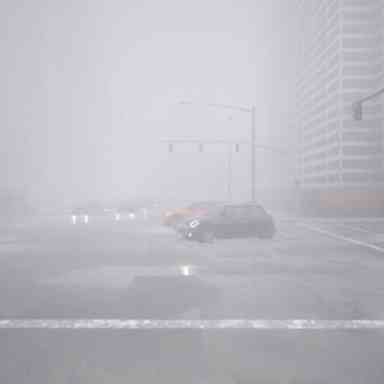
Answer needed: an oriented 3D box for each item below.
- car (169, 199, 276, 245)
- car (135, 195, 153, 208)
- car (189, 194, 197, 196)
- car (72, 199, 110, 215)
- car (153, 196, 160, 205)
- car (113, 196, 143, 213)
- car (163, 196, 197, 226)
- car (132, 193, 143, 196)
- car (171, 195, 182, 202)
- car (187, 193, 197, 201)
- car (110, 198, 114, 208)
[{"bbox_3d":[1.549,1.350,15.539,4.553,1.767,2.097,0,0,-22],"label":"car"},{"bbox_3d":[-7.054,1.499,47.102,1.837,1.490,4.892,0,0,0],"label":"car"},{"bbox_3d":[0.034,1.539,64.349,2.033,1.411,5.357,0,0,0],"label":"car"},{"bbox_3d":[-10.551,1.543,34.455,2.033,1.411,5.357,0,0,4],"label":"car"},{"bbox_3d":[-7.011,1.495,60.824,1.837,1.490,4.892,0,0,1],"label":"car"},{"bbox_3d":[-7.070,1.521,37.158,1.812,1.442,4.674,0,0,0],"label":"car"},{"bbox_3d":[0.464,1.349,21.158,4.553,1.767,2.097,0,0,0],"label":"car"},{"bbox_3d":[-10.497,1.497,64.906,1.837,1.490,4.892,0,0,1],"label":"car"},{"bbox_3d":[-3.461,1.345,74.635,2.128,1.511,4.902,0,0,0],"label":"car"},{"bbox_3d":[0.039,1.175,74.603,2.097,1.767,4.553,0,0,0],"label":"car"},{"bbox_3d":[-10.565,1.542,45.826,2.033,1.411,5.357,0,0,0],"label":"car"}]
